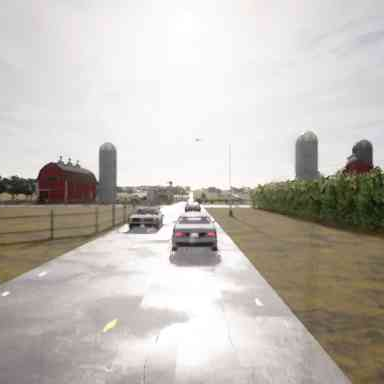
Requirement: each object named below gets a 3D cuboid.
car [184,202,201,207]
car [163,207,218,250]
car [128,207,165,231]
[{"bbox_3d":[0.090,1.774,37.796,1.895,1.301,4.718,0,0,0],"label":"car"},{"bbox_3d":[0.096,1.583,14.337,2.033,1.411,5.357,0,0,0],"label":"car"},{"bbox_3d":[-2.855,1.669,21.447,1.895,1.301,4.718,0,0,0],"label":"car"}]
